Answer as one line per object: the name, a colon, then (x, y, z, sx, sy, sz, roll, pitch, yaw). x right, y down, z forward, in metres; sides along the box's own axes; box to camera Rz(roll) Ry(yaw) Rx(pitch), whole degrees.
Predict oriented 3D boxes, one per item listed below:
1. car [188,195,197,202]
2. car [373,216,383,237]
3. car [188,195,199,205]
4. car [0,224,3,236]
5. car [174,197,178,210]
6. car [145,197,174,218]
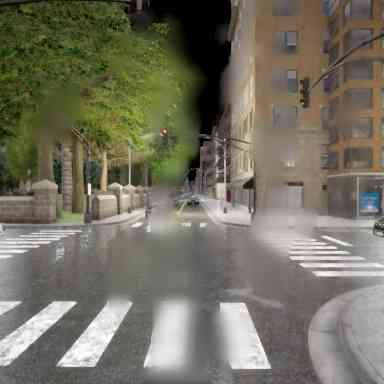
car: (0.183, 1.424, 70.670, 1.812, 1.442, 4.674, 0, 0, 0)
car: (10.999, 1.366, 15.485, 4.553, 1.767, 2.097, 0, 0, 0)
car: (0.211, 1.530, 55.832, 1.895, 1.301, 4.718, 0, 0, 0)
car: (-10.691, 1.211, 13.146, 5.566, 2.045, 2.150, 0, 0, -8)
car: (-3.019, 1.562, 39.797, 1.895, 1.301, 4.718, 0, 0, 0)
car: (-3.026, 1.472, 29.714, 2.128, 1.511, 4.902, 0, 0, 0)
